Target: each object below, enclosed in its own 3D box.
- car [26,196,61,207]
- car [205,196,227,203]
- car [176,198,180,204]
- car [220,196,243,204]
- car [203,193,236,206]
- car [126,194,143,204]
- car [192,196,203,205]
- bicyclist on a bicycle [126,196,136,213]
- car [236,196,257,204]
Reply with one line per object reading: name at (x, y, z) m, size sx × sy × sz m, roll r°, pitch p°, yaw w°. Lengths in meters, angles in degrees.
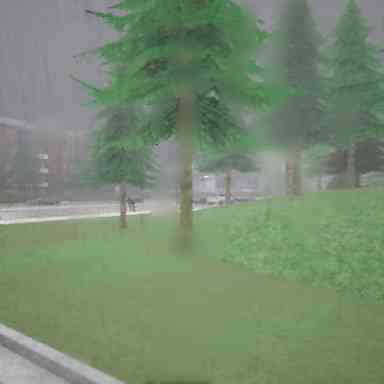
car at (-21.873, 1.392, 49.128) m, size 2.128 × 1.511 × 4.902 m, roll 0°, pitch 0°, yaw 35°
car at (4.927, 1.475, 67.179) m, size 2.033 × 1.411 × 5.357 m, roll 0°, pitch 0°, yaw 35°
car at (-0.714, 1.405, 59.040) m, size 1.882 × 1.535 × 5.008 m, roll 0°, pitch 0°, yaw 35°
car at (7.793, 1.482, 65.171) m, size 2.033 × 1.411 × 5.357 m, roll 0°, pitch 0°, yaw 35°
car at (4.569, 1.162, 54.395) m, size 2.150 × 2.045 × 5.566 m, roll 0°, pitch 0°, yaw 36°
car at (-11.612, 1.254, 63.669) m, size 2.097 × 1.767 × 4.553 m, roll 0°, pitch 0°, yaw 35°
car at (1.991, 1.425, 56.806) m, size 2.128 × 1.511 × 4.902 m, roll 0°, pitch 0°, yaw 36°
bicyclist on a bicycle at (-5.992, 1.240, 32.323) m, size 1.656 × 1.620 × 0.582 m, roll 0°, pitch 0°, yaw 35°
car at (10.680, 1.468, 63.192) m, size 1.812 × 1.442 × 4.674 m, roll 0°, pitch 0°, yaw 35°
